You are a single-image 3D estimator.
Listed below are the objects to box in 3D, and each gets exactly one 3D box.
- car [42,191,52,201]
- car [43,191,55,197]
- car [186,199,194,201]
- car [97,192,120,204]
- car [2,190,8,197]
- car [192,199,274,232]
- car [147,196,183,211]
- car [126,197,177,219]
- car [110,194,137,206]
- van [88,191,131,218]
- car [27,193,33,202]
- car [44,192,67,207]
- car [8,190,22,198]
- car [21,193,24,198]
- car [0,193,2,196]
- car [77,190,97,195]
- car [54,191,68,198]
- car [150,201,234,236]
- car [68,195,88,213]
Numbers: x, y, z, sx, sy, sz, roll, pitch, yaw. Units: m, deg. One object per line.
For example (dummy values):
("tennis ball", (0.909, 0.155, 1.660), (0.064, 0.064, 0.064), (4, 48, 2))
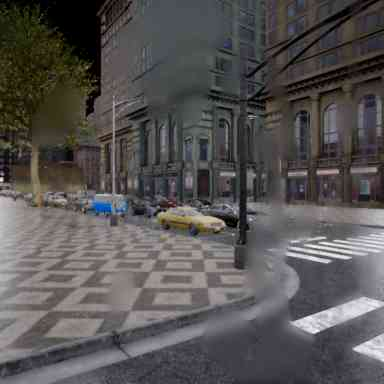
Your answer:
("car", (-19.702, 0.992, 45.490), (2.008, 1.369, 4.403), (1, 0, -35))
("car", (-35.429, 0.471, 82.526), (1.802, 1.307, 4.206), (1, 0, -35))
("car", (0.221, 1.315, 32.060), (1.947, 1.339, 4.313), (1, 0, -35))
("car", (-12.741, 0.881, 50.414), (1.967, 1.590, 4.097), (1, 0, -35))
("car", (-42.388, 0.330, 77.605), (1.967, 1.590, 4.097), (1, 0, -35))
("car", (2.387, 1.370, 18.808), (2.128, 1.511, 4.902), (0, 1, -35))
("car", (-3.018, 1.224, 36.647), (1.887, 1.381, 4.507), (1, 0, -35))
("car", (-3.345, 1.338, 26.936), (1.994, 1.385, 4.181), (0, 1, -35))
("car", (-9.502, 1.074, 45.826), (2.008, 1.369, 4.403), (1, 0, -35))
("van", (-6.735, 1.091, 27.133), (1.690, 1.788, 3.998), (1, 0, -35))
("car", (-22.943, 0.911, 50.078), (2.008, 1.369, 4.403), (1, 0, -35))
("car", (-16.363, 1.051, 40.763), (1.752, 1.417, 4.829), (1, 0, -35))
("car", (-35.905, 0.483, 68.429), (1.967, 1.590, 4.097), (1, 0, -35))
("car", (-26.184, 0.830, 54.665), (2.008, 1.369, 4.403), (1, 0, -35))
("car", (-45.630, 0.254, 82.194), (1.967, 1.590, 4.097), (1, 0, -35))
("car", (-11.980, 0.794, 39.190), (2.150, 2.045, 5.566), (0, 2, -35))
("car", (-28.947, 0.587, 73.351), (1.887, 1.381, 4.507), (1, 0, -35))
("car", (-0.155, 1.398, 17.813), (1.752, 1.417, 4.829), (1, 0, -35))
("car", (-9.978, 1.230, 31.722), (2.008, 1.369, 4.403), (1, 0, -35))
